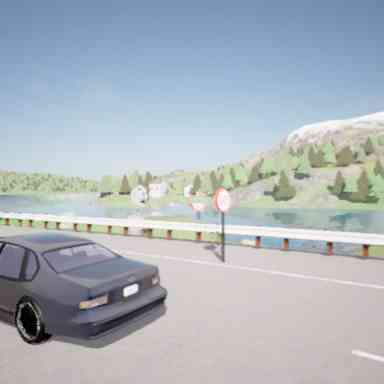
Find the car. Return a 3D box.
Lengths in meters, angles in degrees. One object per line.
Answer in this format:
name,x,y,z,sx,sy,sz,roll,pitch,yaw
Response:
car,-3.020,1.506,6.279,5.357,1.411,2.033,0,1,33
